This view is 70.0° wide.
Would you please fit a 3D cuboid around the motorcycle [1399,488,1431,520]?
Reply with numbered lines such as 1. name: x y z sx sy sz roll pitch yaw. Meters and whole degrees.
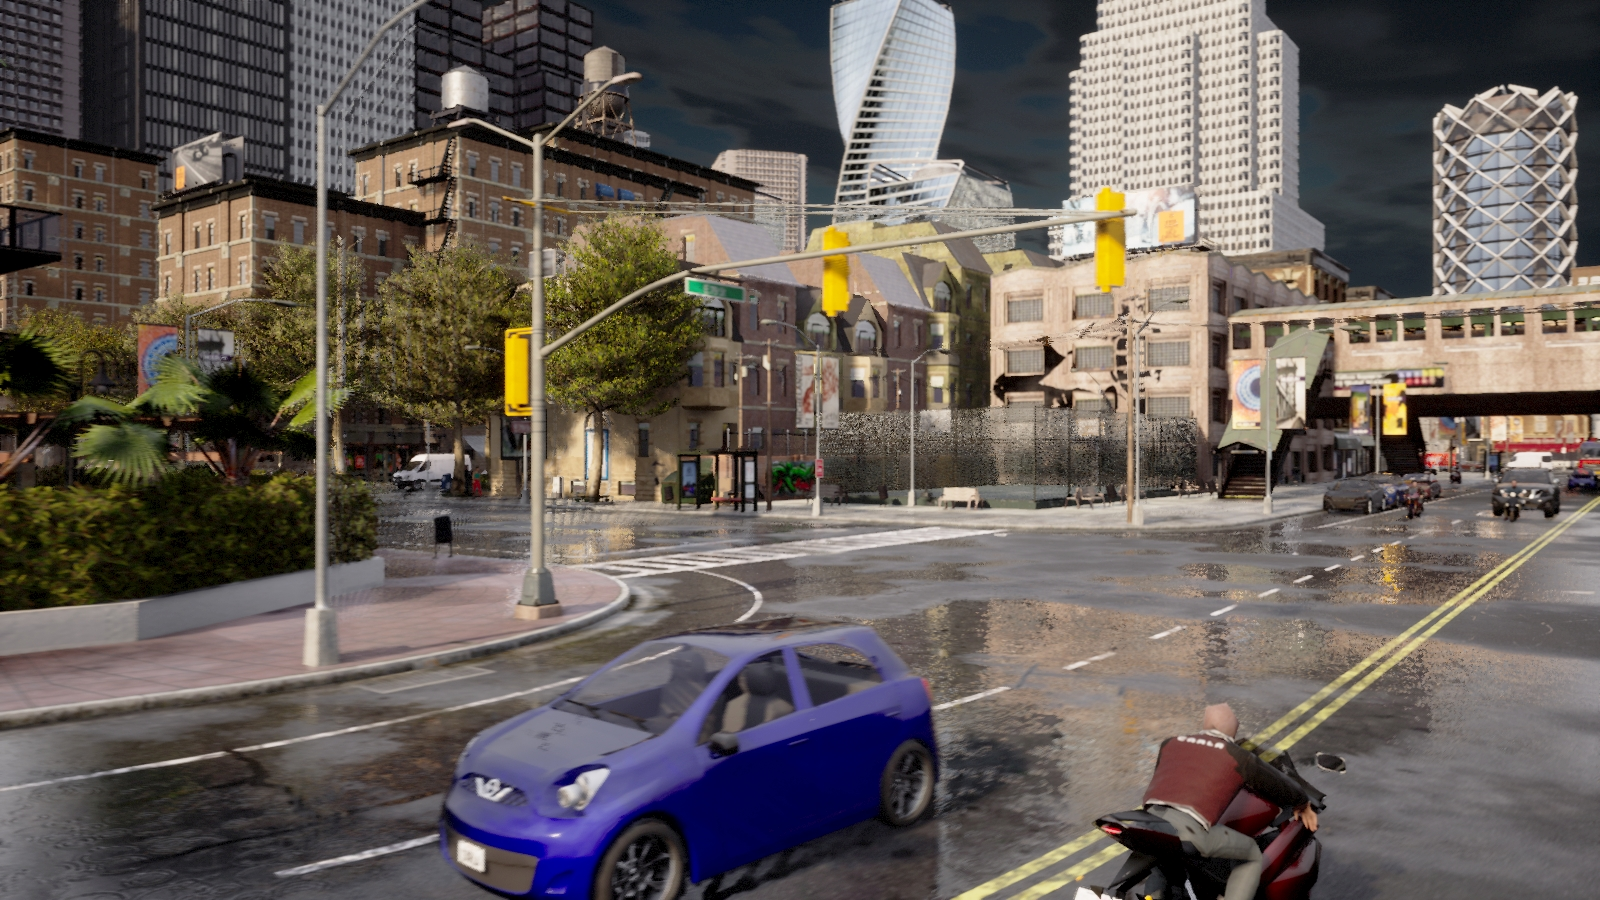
1. motorcycle: 25.466 2.217 47.292 0.867 1.251 2.209 0 0 37

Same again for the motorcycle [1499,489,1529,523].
1. motorcycle: 28.134 2.193 45.016 0.856 1.236 1.805 0 0 37

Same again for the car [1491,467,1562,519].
1. car: 31.430 1.791 49.371 2.150 2.045 5.566 0 0 37

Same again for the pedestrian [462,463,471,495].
1. pedestrian: -19.732 1.729 67.553 0.375 1.860 0.375 0 0 40

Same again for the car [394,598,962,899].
1. car: -0.679 2.042 7.997 1.845 1.501 3.633 0 0 43

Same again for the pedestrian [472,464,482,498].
1. pedestrian: -18.026 1.729 63.732 0.375 1.860 0.375 0 0 -43

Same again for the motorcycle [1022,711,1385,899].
1. motorcycle: 2.145 2.207 5.856 2.209 1.251 0.867 0 -1 -45
